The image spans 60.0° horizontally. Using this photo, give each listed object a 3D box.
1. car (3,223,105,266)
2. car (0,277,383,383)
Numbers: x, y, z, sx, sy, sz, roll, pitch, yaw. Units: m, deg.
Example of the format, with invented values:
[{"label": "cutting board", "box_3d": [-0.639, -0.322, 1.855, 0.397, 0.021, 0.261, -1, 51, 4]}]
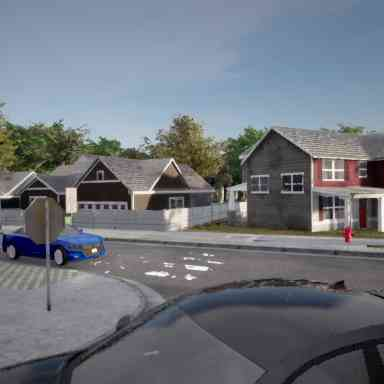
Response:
[{"label": "car", "box_3d": [-5.843, 2.018, 13.947, 5.008, 1.535, 1.882, -2, 0, 32]}, {"label": "car", "box_3d": [0.427, 1.480, 2.313, 5.008, 1.535, 1.882, 0, 0, -26]}]
